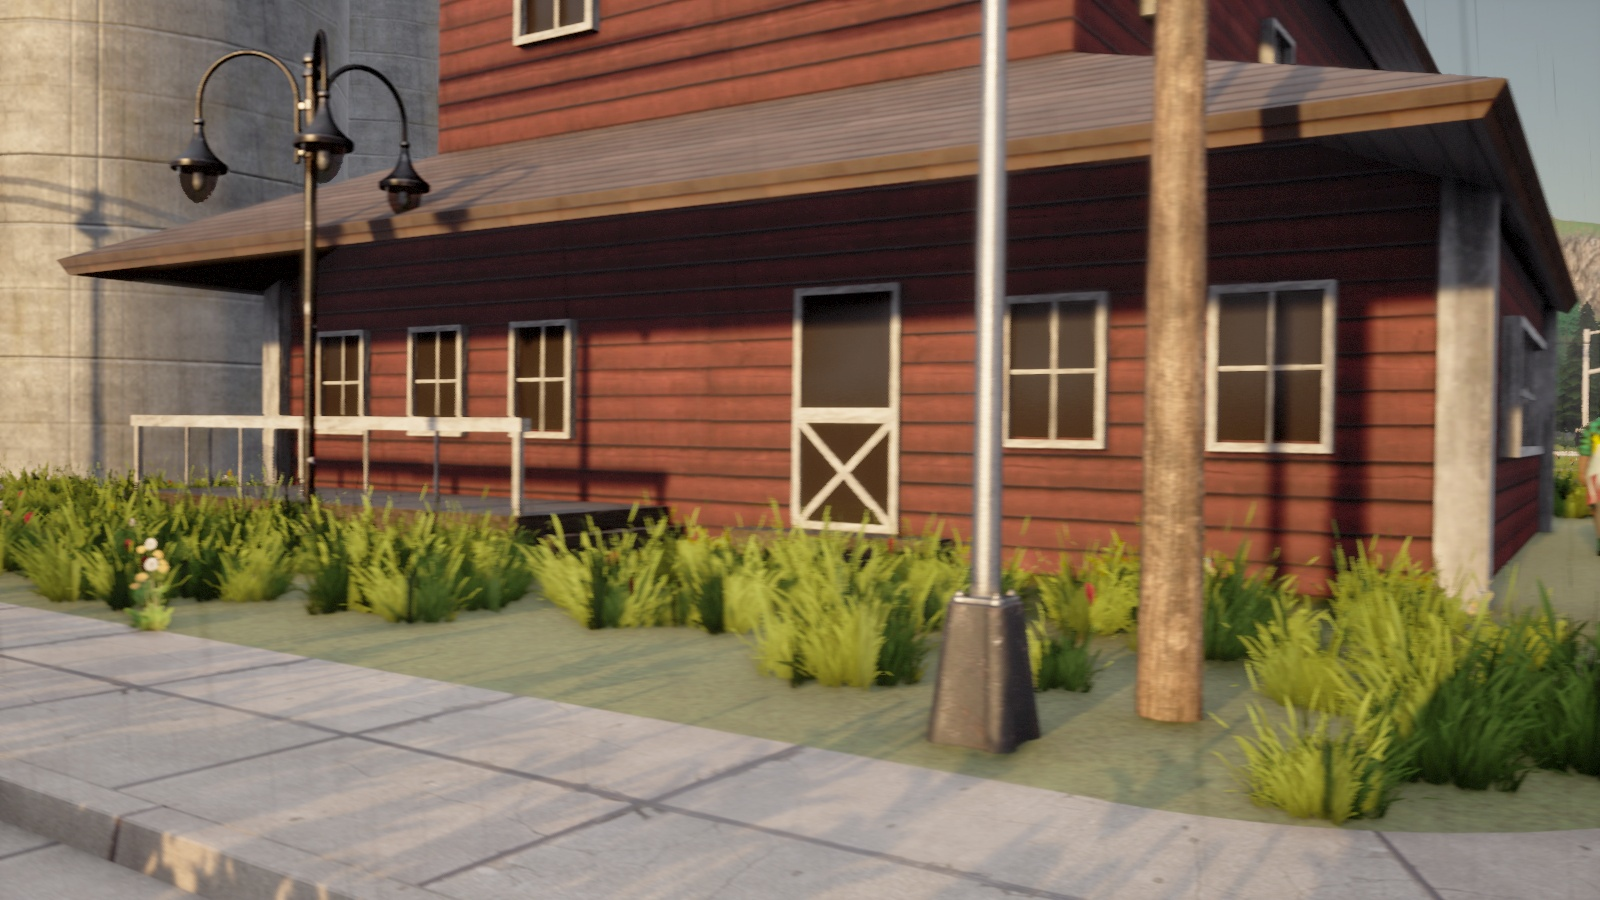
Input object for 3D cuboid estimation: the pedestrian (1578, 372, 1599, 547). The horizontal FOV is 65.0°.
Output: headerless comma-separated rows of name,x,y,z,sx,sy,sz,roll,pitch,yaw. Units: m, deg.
pedestrian,9.246,0.099,14.267,0.659,1.952,0.873,0,1,33
